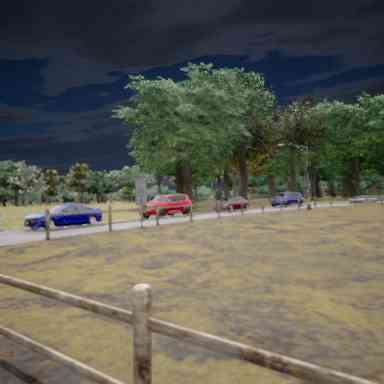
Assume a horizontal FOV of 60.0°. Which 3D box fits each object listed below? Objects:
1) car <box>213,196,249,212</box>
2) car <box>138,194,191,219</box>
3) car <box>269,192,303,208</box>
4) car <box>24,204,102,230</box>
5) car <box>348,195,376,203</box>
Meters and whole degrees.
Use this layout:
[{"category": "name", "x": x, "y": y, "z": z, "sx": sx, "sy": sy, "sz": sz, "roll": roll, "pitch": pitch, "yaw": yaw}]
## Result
[{"category": "car", "x": 4.394, "y": 1.303, "z": 37.390, "sx": 2.097, "sy": 1.767, "sz": 4.553, "roll": -2, "pitch": -1, "yaw": 43}, {"category": "car", "x": -2.296, "y": 1.247, "z": 29.555, "sx": 2.150, "sy": 2.045, "sz": 5.566, "roll": -2, "pitch": -1, "yaw": 37}, {"category": "car", "x": 12.960, "y": 1.064, "z": 45.530, "sx": 5.566, "sy": 2.045, "sz": 2.150, "roll": -1, "pitch": -1, "yaw": -39}, {"category": "car", "x": -8.215, "y": 1.556, "z": 21.535, "sx": 1.882, "sy": 1.535, "sz": 5.008, "roll": -2, "pitch": -1, "yaw": 36}, {"category": "car", "x": 26.376, "y": 1.169, "z": 51.406, "sx": 4.718, "sy": 1.301, "sz": 1.895, "roll": -1, "pitch": -2, "yaw": -30}]
